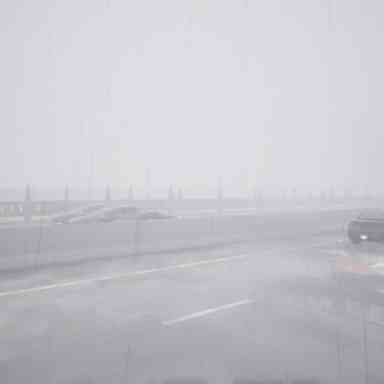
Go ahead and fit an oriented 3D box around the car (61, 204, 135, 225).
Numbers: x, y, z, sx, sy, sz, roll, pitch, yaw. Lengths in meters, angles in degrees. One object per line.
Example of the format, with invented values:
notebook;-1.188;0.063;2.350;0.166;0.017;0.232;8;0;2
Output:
car;-4.247;1.518;18.233;4.892;1.490;1.837;0;0;-36

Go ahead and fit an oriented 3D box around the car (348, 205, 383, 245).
car;8.669;1.512;14.433;4.892;1.490;1.837;0;0;-36

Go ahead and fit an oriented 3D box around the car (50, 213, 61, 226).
car;-6.328;1.521;21.046;4.892;1.490;1.837;0;0;-36

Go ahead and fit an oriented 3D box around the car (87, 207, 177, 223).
car;-2.308;1.575;15.316;4.181;1.385;1.994;0;0;-36
